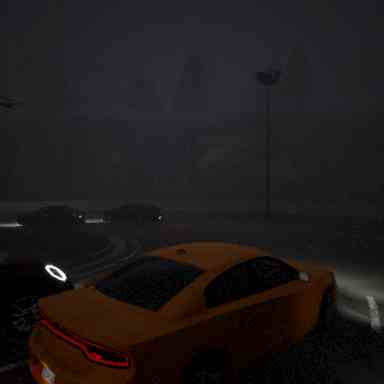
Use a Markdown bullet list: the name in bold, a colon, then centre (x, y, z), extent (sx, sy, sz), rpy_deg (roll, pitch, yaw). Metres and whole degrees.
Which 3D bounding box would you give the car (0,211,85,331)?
- **car**: centre (-4.278, 1.356, 5.215), extent (4.553, 1.767, 2.097), rpy_deg (0, 0, -33)

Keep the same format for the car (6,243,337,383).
- **car**: centre (0.414, 1.485, 4.786), extent (1.882, 1.535, 5.008), rpy_deg (1, 1, 43)

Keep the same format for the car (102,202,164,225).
- **car**: centre (-4.387, 1.537, 24.439), extent (4.892, 1.490, 1.837), rpy_deg (0, -2, 29)

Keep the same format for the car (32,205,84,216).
- **car**: centre (-9.339, 1.587, 22.160), extent (4.181, 1.385, 1.994), rpy_deg (0, 0, 10)
